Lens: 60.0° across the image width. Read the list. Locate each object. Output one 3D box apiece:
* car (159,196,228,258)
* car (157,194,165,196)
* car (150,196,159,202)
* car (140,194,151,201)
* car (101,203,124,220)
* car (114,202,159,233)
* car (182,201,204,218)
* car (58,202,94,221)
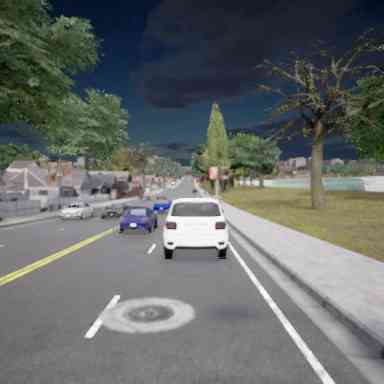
[{"bbox_3d":[0.106,1.269,13.056,2.150,2.045,5.566,0,-1,0],"label":"car"},{"bbox_3d":[-6.486,1.139,70.114,1.882,1.535,5.008,0,1,0],"label":"car"},{"bbox_3d":[-3.144,1.544,37.088,1.882,1.535,5.008,0,0,0],"label":"car"},{"bbox_3d":[-9.736,1.187,70.115,2.128,1.511,4.902,0,1,0],"label":"car"},{"bbox_3d":[-6.591,1.653,29.217,1.994,1.385,4.181,0,0,0],"label":"car"},{"bbox_3d":[-3.153,1.603,20.146,1.812,1.442,4.674,0,0,0],"label":"car"},{"bbox_3d":[0.106,1.629,33.021,2.033,1.411,5.357,0,0,0],"label":"car"},{"bbox_3d":[-9.842,1.616,28.762,1.812,1.442,4.674,0,0,0],"label":"car"}]
